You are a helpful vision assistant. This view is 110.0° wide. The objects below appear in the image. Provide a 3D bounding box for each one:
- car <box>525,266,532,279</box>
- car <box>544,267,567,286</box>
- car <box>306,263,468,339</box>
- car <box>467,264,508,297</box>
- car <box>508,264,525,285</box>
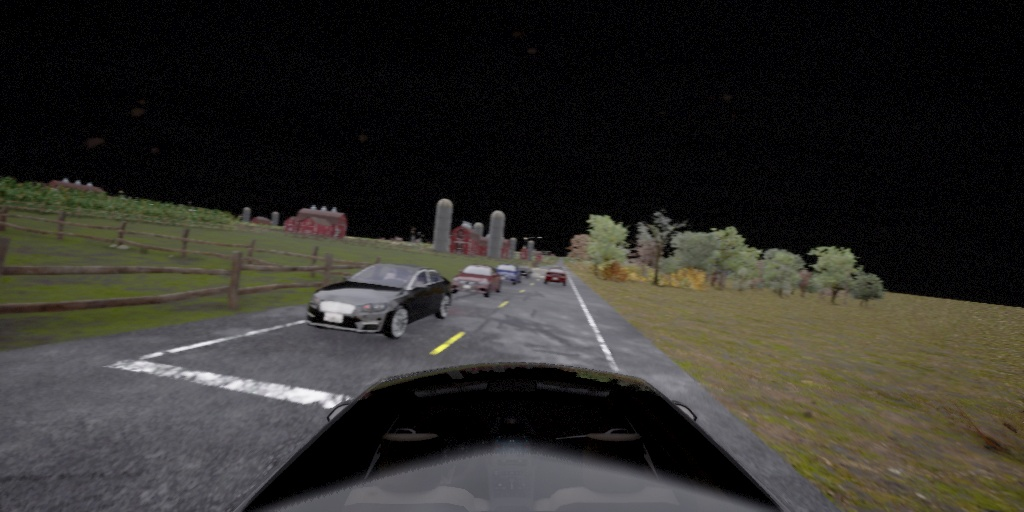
[{"bbox_3d":[1.005,1.641,37.700,1.895,1.301,4.718,6,0,8],"label":"car"},{"bbox_3d":[4.111,1.834,33.509,1.882,1.535,5.008,6,0,8],"label":"car"},{"bbox_3d":[-2.983,0.956,9.204,2.128,1.511,4.902,6,0,9],"label":"car"},{"bbox_3d":[-1.682,1.178,18.501,1.812,1.442,4.674,6,0,8],"label":"car"},{"bbox_3d":[-0.367,1.368,27.952,1.812,1.442,4.674,6,0,8],"label":"car"}]
